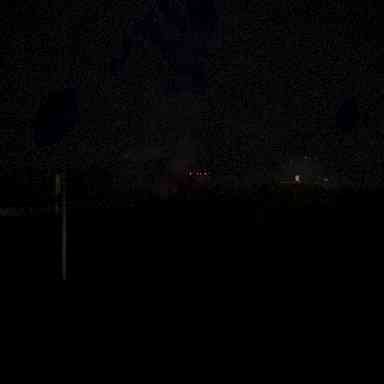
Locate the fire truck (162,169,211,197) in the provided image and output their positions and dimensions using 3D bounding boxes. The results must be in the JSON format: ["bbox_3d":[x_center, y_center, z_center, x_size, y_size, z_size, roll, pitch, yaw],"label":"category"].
[{"bbox_3d":[-0.591,-1.413,48.211,2.891,3.827,8.468,3,4,35],"label":"fire truck"}]
